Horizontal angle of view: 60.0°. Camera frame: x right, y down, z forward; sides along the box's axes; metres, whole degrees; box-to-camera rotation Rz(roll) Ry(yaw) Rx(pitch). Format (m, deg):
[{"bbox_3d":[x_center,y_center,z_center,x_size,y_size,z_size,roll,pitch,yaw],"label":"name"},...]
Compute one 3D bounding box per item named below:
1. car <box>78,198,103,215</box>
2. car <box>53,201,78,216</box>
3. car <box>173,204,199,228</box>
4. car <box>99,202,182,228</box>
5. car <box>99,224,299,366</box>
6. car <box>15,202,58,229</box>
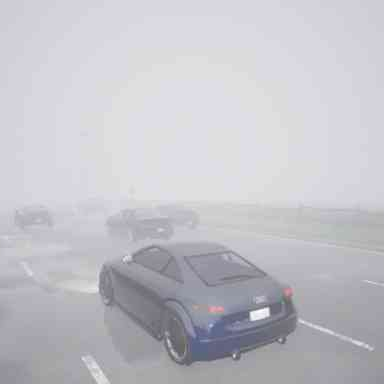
[{"bbox_3d":[-10.667,1.365,35.024,2.097,1.767,4.553,0,0,-32],"label":"car"},{"bbox_3d":[-12.463,1.536,31.367,1.812,1.442,4.674,0,0,-33],"label":"car"},{"bbox_3d":[-1.427,1.508,20.777,1.837,1.490,4.892,0,-1,-33],"label":"car"},{"bbox_3d":[-2.695,1.483,16.300,1.882,1.535,5.008,0,0,-33],"label":"car"},{"bbox_3d":[-0.204,1.566,6.027,1.994,1.385,4.181,0,0,-33],"label":"car"},{"bbox_3d":[-10.363,1.533,21.696,1.812,1.442,4.674,0,0,-33],"label":"car"}]
